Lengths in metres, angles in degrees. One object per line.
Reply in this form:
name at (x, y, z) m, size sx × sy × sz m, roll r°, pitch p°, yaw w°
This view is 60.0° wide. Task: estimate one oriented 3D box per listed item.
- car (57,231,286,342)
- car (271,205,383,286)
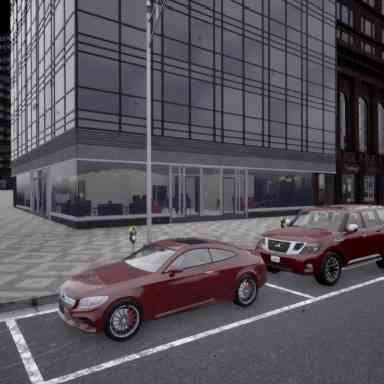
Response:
car at (-0.338, 1.582, 6.419) m, size 4.206 × 1.307 × 1.802 m, roll 0°, pitch 0°, yaw -36°
car at (4.074, 1.315, 9.578) m, size 5.009 × 1.841 × 2.192 m, roll 0°, pitch 0°, yaw -36°
